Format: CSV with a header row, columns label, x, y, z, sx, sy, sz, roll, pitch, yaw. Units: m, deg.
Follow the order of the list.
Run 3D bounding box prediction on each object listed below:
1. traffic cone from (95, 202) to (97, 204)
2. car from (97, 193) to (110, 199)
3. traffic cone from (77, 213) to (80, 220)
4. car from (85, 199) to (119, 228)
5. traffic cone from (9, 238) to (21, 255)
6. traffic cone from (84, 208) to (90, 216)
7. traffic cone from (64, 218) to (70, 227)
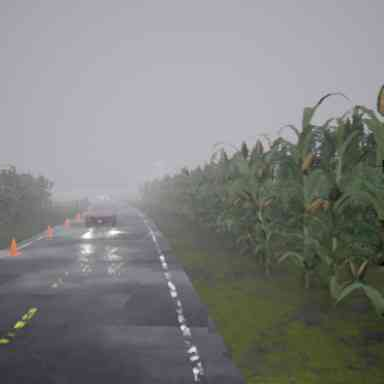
label,x,y,z,sx,sy,sz,roll,pitch,yaw
traffic cone,-13.513,1.976,46.093,0.340,0.580,0.340,0,0,-14
car,-20.278,1.255,76.073,2.150,2.045,5.566,0,0,-26
traffic cone,-9.128,1.972,26.697,0.340,0.580,0.340,0,0,-11
car,-5.984,1.487,22.338,1.882,1.535,5.008,0,0,-11
traffic cone,-6.430,1.970,12.029,0.340,0.580,0.340,0,0,-9
traffic cone,-10.140,1.972,31.565,0.340,0.580,0.340,0,0,-12
traffic cone,-8.173,1.971,21.819,0.340,0.580,0.340,0,0,-11
